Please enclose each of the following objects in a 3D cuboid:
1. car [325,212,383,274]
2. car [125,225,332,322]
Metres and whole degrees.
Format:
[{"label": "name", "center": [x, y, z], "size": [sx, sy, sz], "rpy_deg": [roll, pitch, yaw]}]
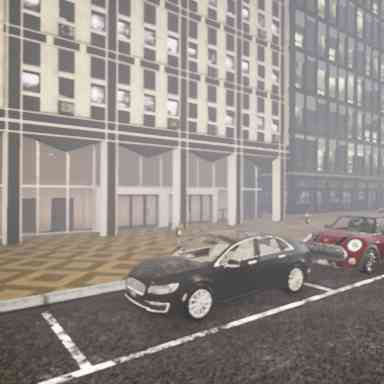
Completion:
[{"label": "car", "center": [5.212, 1.383, 10.280], "size": [4.097, 1.590, 1.967], "rpy_deg": [0, 1, -36]}, {"label": "car", "center": [0.757, 1.525, 7.096], "size": [4.403, 1.369, 2.008], "rpy_deg": [0, 1, -36]}]
